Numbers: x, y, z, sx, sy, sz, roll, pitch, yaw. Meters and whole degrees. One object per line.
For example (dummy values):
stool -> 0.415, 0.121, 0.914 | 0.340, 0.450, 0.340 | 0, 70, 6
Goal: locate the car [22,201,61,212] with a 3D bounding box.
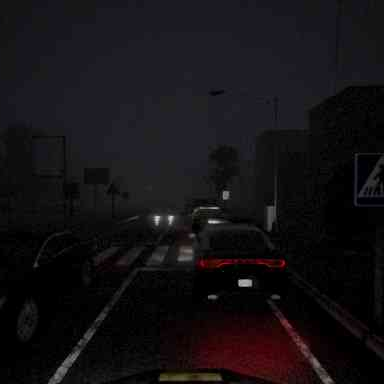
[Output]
car -> -21.985, 2.134, 48.030 | 4.674, 1.452, 2.002 | 0, -1, 0

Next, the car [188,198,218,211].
car -> 0.945, 1.504, 24.537 | 2.150, 2.045, 5.566 | 0, -1, 0

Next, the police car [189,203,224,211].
police car -> 0.947, 1.611, 18.612 | 1.930, 1.638, 5.238 | 0, -1, 0

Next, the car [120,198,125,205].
car -> -21.962, 2.810, 91.777 | 5.008, 1.535, 2.097 | 0, -1, 0

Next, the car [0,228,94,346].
car -> -3.363, 1.515, 6.460 | 2.128, 1.511, 4.902 | 0, 0, 0

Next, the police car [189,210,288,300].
police car -> 0.958, 1.468, 8.601 | 1.930, 1.638, 5.238 | 0, -1, 0

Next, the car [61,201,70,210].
car -> -21.980, 2.147, 51.306 | 4.892, 1.521, 2.231 | 0, -1, 0

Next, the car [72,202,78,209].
car -> -21.989, 2.197, 54.579 | 5.008, 1.535, 2.097 | 0, -1, 0

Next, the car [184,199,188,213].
car -> -0.017, 2.117, 45.843 | 1.837, 1.490, 4.892 | 0, -1, 0

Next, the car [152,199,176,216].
car -> -3.279, 2.004, 40.281 | 1.882, 1.535, 5.008 | 0, -1, 0

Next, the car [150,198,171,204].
car -> -8.873, 2.757, 88.964 | 4.892, 1.521, 2.231 | 0, -1, 0

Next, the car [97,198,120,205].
car -> -21.955, 2.702, 86.209 | 5.008, 1.535, 2.097 | 0, -1, 0
